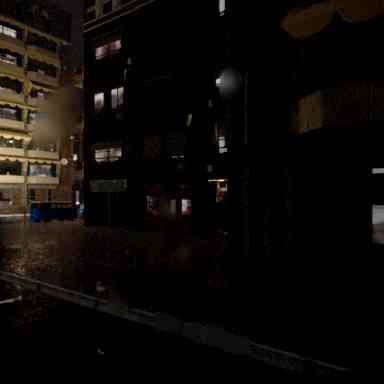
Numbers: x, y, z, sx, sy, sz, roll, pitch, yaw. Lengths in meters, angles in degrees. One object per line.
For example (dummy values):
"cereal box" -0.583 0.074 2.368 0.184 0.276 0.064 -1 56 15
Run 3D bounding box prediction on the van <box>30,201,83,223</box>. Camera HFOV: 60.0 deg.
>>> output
"van" -11.897 1.706 28.812 1.690 1.788 3.998 -1 -2 35

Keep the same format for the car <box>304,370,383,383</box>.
"car" 2.403 1.551 1.163 4.403 1.369 2.008 0 0 35
